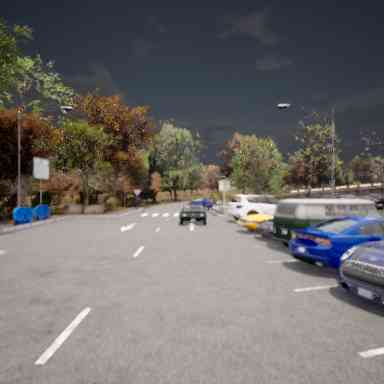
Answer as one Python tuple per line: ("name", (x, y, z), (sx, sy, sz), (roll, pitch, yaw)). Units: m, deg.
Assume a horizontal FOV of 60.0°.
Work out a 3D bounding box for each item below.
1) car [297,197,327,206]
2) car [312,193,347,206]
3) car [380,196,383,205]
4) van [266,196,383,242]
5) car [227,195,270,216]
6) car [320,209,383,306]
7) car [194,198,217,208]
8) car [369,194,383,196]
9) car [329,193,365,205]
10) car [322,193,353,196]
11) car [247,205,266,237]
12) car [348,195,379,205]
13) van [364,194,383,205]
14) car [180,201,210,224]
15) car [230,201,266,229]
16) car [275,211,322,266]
("car", (20.912, 1.548, 58.199), (2.163, 1.488, 4.792), (0, -1, -21))
("car", (23.935, 1.269, 58.283), (2.435, 2.045, 5.566), (0, -1, -21))
("car", (36.040, 1.526, 58.584), (2.231, 1.521, 4.892), (1, -1, -22))
("van", (5.481, 1.263, 13.142), (4.442, 1.987, 1.878), (1, 0, -20))
("car", (5.373, 1.241, 25.134), (5.566, 2.045, 2.435), (1, 0, -20))
("car", (5.403, 1.361, 7.094), (4.553, 1.767, 2.185), (1, 0, -20))
("car", (1.495, 1.493, 42.008), (1.882, 1.535, 5.008), (-1, 0, 24))
("car", (24.208, 1.257, 41.336), (2.435, 2.045, 5.566), (-1, 1, -21))
("car", (26.995, 1.270, 58.322), (2.435, 2.045, 5.566), (1, -1, -22))
("car", (18.327, 1.255, 41.136), (2.435, 2.045, 5.566), (0, 1, -21))
("car", (5.373, 1.529, 16.099), (4.674, 1.452, 2.002), (1, 0, -20))
("car", (29.991, 1.397, 58.453), (2.185, 1.767, 4.553), (1, -1, -22))
("van", (32.971, 1.299, 58.607), (1.878, 1.987, 4.442), (0, -1, -22))
("car", (0.070, 1.607, 24.893), (1.895, 1.301, 4.718), (0, 0, 0))
("car", (5.188, 1.484, 19.041), (5.366, 1.575, 1.946), (1, 0, -20))
("car", (5.363, 1.486, 10.097), (5.008, 1.535, 2.097), (1, 0, -20))
